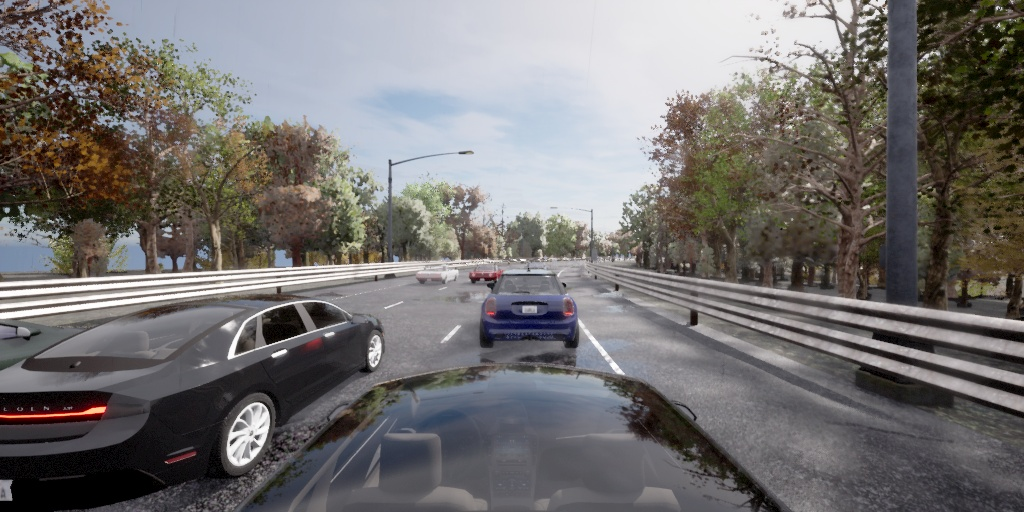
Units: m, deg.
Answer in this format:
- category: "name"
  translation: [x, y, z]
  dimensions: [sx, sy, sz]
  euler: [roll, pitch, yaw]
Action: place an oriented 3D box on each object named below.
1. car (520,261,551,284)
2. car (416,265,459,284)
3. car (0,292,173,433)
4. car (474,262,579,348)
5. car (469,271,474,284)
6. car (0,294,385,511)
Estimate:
- category: "car"
  translation: [1.935, 1.228, 28.136]
  dimensions: [2.128, 1.511, 4.902]
  euler: [0, 0, 7]
- category: "car"
  translation: [-5.333, 1.319, 26.315]
  dimensions: [1.895, 1.301, 4.718]
  euler: [0, 0, 6]
- category: "car"
  translation: [-6.803, 1.311, 4.020]
  dimensions: [1.994, 1.385, 4.181]
  euler: [0, 0, 1]
- category: "car"
  translation: [0.392, 1.098, 9.362]
  dimensions: [2.097, 1.767, 4.553]
  euler: [0, 0, 1]
- category: "car"
  translation: [-1.769, 1.328, 26.660]
  dimensions: [1.895, 1.301, 4.718]
  euler: [0, 0, 7]
- category: "car"
  translation: [-3.286, 1.252, 4.722]
  dimensions: [1.837, 1.490, 4.892]
  euler: [0, 0, 1]
